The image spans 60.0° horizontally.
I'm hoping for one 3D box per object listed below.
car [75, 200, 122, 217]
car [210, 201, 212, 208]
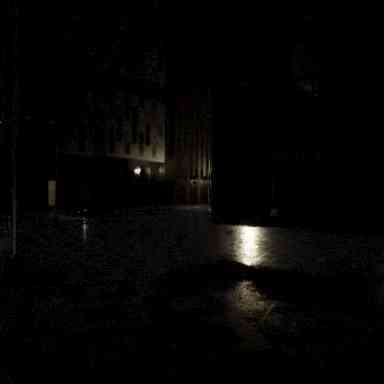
[{"bbox_3d":[-9.040,1.600,32.559,1.837,1.490,4.892,1,0,35],"label":"car"},{"bbox_3d":[4.574,1.659,51.605,2.128,1.511,4.902,1,0,36],"label":"car"}]
